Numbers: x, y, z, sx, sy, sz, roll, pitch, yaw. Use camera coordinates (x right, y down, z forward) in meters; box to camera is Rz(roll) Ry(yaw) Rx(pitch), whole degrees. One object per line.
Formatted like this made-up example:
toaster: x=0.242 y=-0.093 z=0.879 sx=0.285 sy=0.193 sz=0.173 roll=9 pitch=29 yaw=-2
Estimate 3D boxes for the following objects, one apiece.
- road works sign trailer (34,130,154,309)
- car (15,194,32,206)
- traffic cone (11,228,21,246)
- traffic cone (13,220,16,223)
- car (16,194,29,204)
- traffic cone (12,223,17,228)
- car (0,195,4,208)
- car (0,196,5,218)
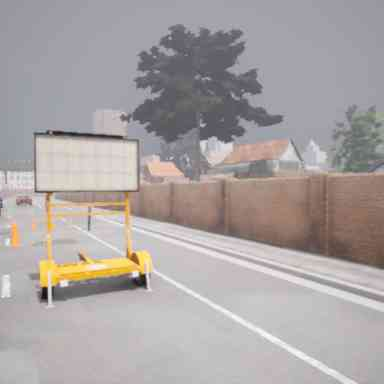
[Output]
road works sign trailer: x=-2.488 y=0.402 z=8.006 sx=2.380 sy=3.560 sz=2.880 roll=-1 pitch=1 yaw=-29
car: x=-24.519 y=1.304 z=48.541 sx=1.895 sy=1.301 sz=4.718 roll=-1 pitch=1 yaw=-29
traffic cone: x=-7.130 y=1.872 z=13.458 sx=0.340 sy=0.580 sz=0.340 roll=-1 pitch=1 yaw=-29
traffic cone: x=-9.041 y=1.852 z=16.972 sx=0.340 sy=0.580 sz=0.340 roll=-1 pitch=1 yaw=-29
car: x=-29.334 y=1.129 z=57.392 sx=1.882 sy=1.535 sz=5.008 roll=-1 pitch=1 yaw=-29
traffic cone: x=-8.086 y=1.862 z=15.215 sx=0.340 sy=0.580 sz=0.340 roll=-1 pitch=1 yaw=-29
car: x=-25.113 y=1.239 z=42.514 sx=1.882 sy=1.535 sz=5.008 roll=-1 pitch=1 yaw=-29
car: x=-16.699 y=1.205 z=27.037 sx=2.097 sy=1.767 sz=4.553 roll=-1 pitch=1 yaw=-29
